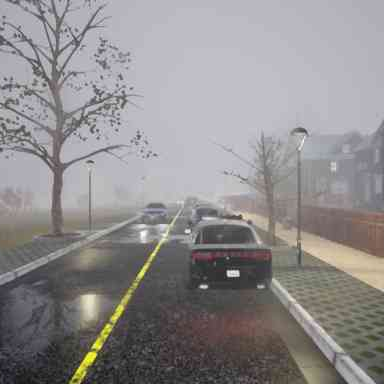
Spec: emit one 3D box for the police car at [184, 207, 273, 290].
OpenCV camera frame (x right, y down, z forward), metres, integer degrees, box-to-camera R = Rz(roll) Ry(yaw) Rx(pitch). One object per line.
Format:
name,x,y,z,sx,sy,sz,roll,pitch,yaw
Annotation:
police car,0.819,1.425,9.218,1.930,1.638,5.238,0,0,0

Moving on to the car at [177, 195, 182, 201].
car,-2.811,1.554,83.114,2.128,1.511,4.902,0,0,0

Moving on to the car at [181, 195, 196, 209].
car,-0.015,1.367,45.845,2.097,1.767,4.553,0,0,0

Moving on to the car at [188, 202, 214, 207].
car,0.811,1.527,19.108,1.812,1.442,4.674,0,0,0

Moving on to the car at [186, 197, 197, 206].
car,-0.042,1.551,56.936,1.812,1.442,4.674,0,0,0

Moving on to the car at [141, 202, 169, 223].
car,-2.768,1.529,25.573,1.812,1.442,4.674,0,0,0

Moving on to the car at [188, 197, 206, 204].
car,0.807,1.459,25.298,1.801,1.575,5.366,0,0,0
